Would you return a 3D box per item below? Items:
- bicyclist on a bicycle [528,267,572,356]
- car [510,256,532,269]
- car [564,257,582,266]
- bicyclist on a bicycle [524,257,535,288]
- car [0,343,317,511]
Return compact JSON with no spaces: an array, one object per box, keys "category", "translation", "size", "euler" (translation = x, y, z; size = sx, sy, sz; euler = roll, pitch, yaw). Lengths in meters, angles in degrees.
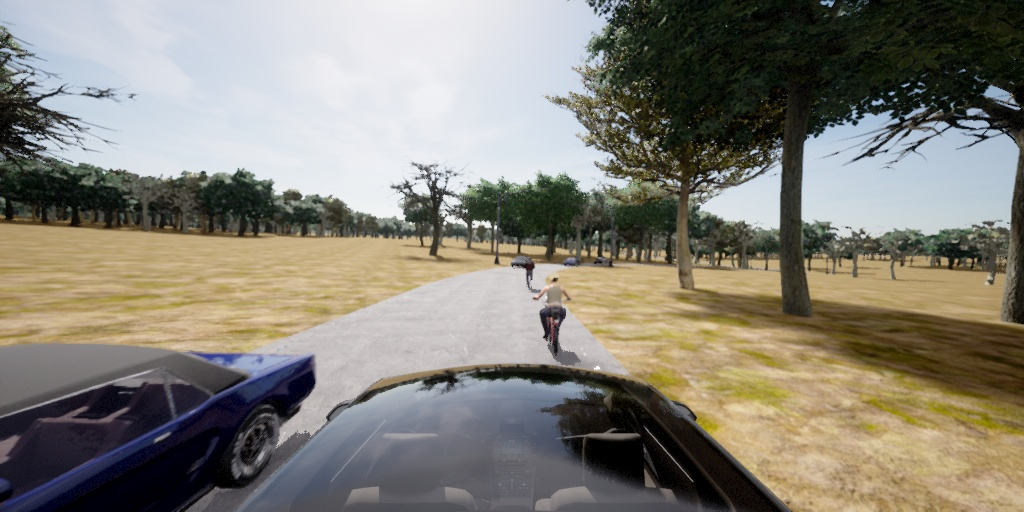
[{"category":"bicyclist on a bicycle","translation":[0.857,1.143,7.525],"size":[0.866,1.612,1.509],"euler":[1,1,0]},{"category":"car","translation":[1.193,0.770,45.126],"size":[1.837,1.490,4.892],"euler":[2,1,17]},{"category":"car","translation":[10.061,0.944,59.009],"size":[2.033,1.411,5.357],"euler":[3,1,26]},{"category":"bicyclist on a bicycle","translation":[0.949,0.928,19.586],"size":[0.659,1.776,1.843],"euler":[0,1,2]},{"category":"car","translation":[-3.086,1.295,1.730],"size":[1.895,1.301,4.718],"euler":[1,1,0]}]
